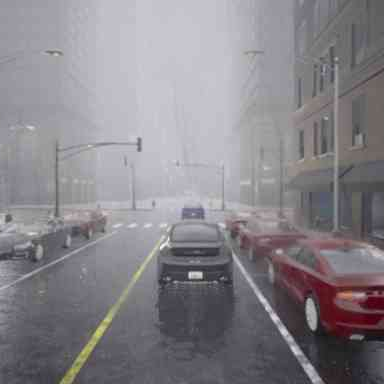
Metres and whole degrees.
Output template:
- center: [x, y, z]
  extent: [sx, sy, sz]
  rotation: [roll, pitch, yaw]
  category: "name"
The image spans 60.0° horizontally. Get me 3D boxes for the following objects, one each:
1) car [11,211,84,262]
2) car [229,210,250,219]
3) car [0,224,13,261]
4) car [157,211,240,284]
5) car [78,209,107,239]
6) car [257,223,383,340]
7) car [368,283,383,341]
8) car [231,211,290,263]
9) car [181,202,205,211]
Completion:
- center: [-5.773, 1.609, 12.151]
  extent: [2.008, 1.369, 4.403]
  rotation: [-1, 0, 0]
  category: "car"
- center: [2.752, 1.630, 17.656]
  extent: [1.887, 1.381, 4.507]
  rotation: [-1, 0, 0]
  category: "car"
- center: [-5.773, 1.598, 6.646]
  extent: [1.947, 1.339, 4.313]
  rotation: [-1, 0, 0]
  category: "car"
- center: [0.084, 1.553, 9.657]
  extent: [1.837, 1.490, 4.892]
  rotation: [0, 0, 0]
  category: "car"
- center: [-5.773, 1.629, 17.657]
  extent: [1.887, 1.381, 4.507]
  rotation: [-1, 0, 0]
  category: "car"
- center: [2.752, 1.577, 6.646]
  extent: [1.887, 1.381, 4.507]
  rotation: [-1, 0, 0]
  category: "car"
- center: [2.752, 1.572, 1.141]
  extent: [1.947, 1.339, 4.313]
  rotation: [-1, 0, 0]
  category: "car"
- center: [2.752, 1.603, 12.151]
  extent: [1.887, 1.381, 4.507]
  rotation: [-1, 0, 0]
  category: "car"
- center: [0.093, 1.614, 28.927]
  extent: [1.882, 1.535, 5.008]
  rotation: [0, 0, 0]
  category: "car"
